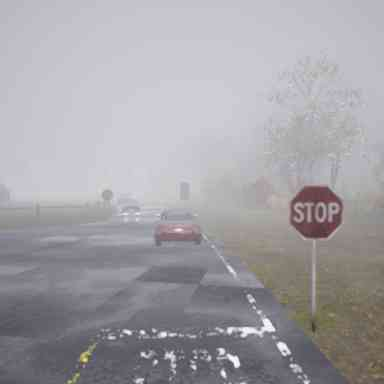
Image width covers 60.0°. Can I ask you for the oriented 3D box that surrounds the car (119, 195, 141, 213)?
[{"bbox_3d":[-6.527,1.390,35.757,2.033,1.411,5.357,0,0,-11],"label":"car"}]

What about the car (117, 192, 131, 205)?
[{"bbox_3d":[-10.779,0.988,53.154,2.150,2.045,5.566,0,0,-16],"label":"car"}]

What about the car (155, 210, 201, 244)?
[{"bbox_3d":[-0.705,1.497,15.394,1.994,1.385,4.181,0,0,-5],"label":"car"}]
